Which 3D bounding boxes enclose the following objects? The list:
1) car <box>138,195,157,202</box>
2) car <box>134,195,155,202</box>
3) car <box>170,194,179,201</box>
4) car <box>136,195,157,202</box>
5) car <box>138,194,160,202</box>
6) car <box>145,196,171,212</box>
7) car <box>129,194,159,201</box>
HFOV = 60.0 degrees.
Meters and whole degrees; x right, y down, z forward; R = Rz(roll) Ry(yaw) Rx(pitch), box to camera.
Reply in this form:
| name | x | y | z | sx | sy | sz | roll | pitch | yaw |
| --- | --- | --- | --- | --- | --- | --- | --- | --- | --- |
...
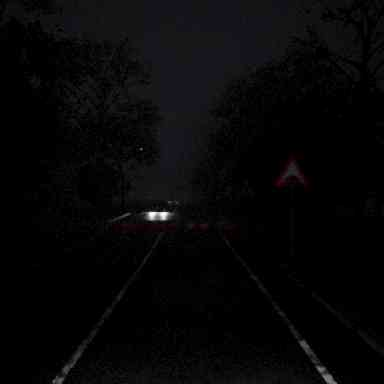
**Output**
| name | x | y | z | sx | sy | sz | roll | pitch | yaw |
| --- | --- | --- | --- | --- | --- | --- | --- | --- | --- |
| car | -11.496 | 1.568 | 85.820 | 4.553 | 1.767 | 2.185 | 0 | -2 | -1 |
| car | -11.384 | 1.554 | 80.271 | 4.892 | 1.521 | 2.231 | 0 | -1 | -1 |
| car | -4.268 | 1.334 | 78.641 | 1.837 | 1.490 | 4.892 | 0 | -1 | -1 |
| car | -11.428 | 1.619 | 83.042 | 5.008 | 1.535 | 2.097 | 0 | -2 | -1 |
| car | -11.480 | 1.521 | 88.595 | 5.566 | 2.045 | 2.435 | 0 | -2 | -1 |
| car | -3.696 | 1.493 | 37.255 | 1.994 | 1.385 | 4.181 | 0 | 0 | -1 |
| car | -11.150 | 1.492 | 77.506 | 5.366 | 1.575 | 1.946 | 0 | -1 | -1 |
